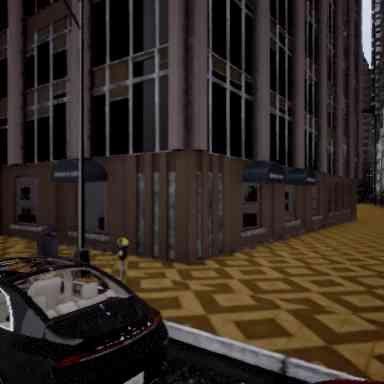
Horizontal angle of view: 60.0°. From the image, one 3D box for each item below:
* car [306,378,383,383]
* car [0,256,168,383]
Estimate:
[{"bbox_3d":[2.197,1.582,1.152,4.206,1.307,1.802,0,0,36],"label":"car"},{"bbox_3d":[-2.322,1.550,4.375,4.403,1.369,2.008,0,0,36],"label":"car"}]
